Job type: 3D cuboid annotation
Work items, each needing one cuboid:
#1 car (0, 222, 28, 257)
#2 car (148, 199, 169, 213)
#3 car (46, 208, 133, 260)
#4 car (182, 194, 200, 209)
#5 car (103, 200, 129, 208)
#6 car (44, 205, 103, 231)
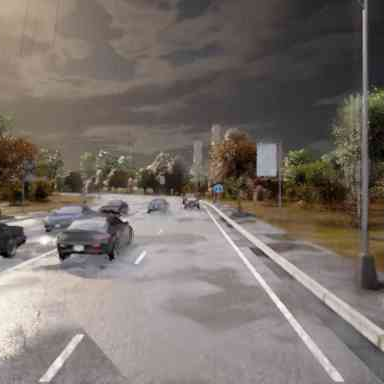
[{"bbox_3d":[-7.088,1.539,10.124,2.033,1.411,5.357,0,0,0],"label":"car"},{"bbox_3d":[-3.406,1.399,34.222,2.033,1.411,5.357,0,1,0],"label":"car"},{"bbox_3d":[-3.414,1.516,12.308,1.812,1.442,4.674,0,0,0],"label":"car"},{"bbox_3d":[-0.019,1.281,40.418,1.812,1.442,4.674,0,1,0],"label":"car"},{"bbox_3d":[-7.003,1.445,30.397,2.033,1.411,5.357,0,1,0],"label":"car"},{"bbox_3d":[-7.039,1.502,19.817,1.812,1.442,4.674,0,0,1],"label":"car"}]
